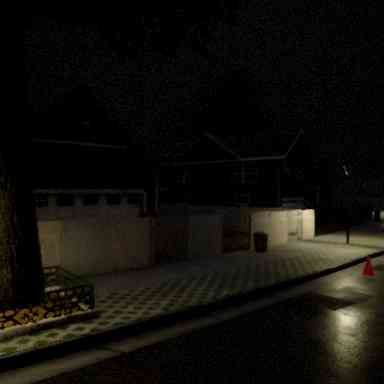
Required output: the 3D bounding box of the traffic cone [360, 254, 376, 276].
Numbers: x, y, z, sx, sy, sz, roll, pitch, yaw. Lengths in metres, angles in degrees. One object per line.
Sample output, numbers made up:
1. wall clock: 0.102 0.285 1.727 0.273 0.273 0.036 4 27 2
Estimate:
1. traffic cone: 5.169 2.117 9.741 0.340 0.580 0.340 1 -1 -44
